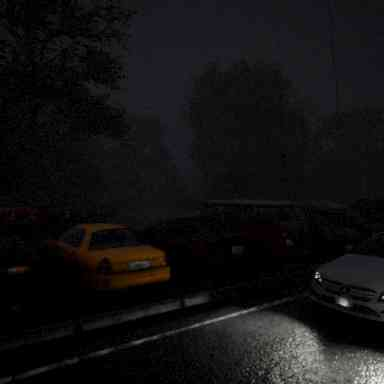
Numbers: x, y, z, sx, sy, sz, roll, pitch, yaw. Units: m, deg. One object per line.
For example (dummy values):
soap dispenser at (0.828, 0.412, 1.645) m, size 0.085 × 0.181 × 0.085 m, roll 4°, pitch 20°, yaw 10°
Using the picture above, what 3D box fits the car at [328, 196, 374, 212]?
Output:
car at (19.229, 1.435, 40.303) m, size 2.185 × 1.767 × 4.553 m, roll 0°, pitch 0°, yaw -36°

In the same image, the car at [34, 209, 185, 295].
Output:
car at (-2.557, 1.470, 8.877) m, size 1.946 × 1.575 × 5.366 m, roll 0°, pitch 0°, yaw -36°

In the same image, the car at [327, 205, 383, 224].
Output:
car at (6.695, 1.530, 15.216) m, size 2.163 × 1.488 × 4.792 m, roll 0°, pitch 0°, yaw -36°

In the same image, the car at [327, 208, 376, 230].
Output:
car at (4.413, 1.523, 13.587) m, size 2.163 × 1.488 × 4.792 m, roll 0°, pitch 0°, yaw -36°

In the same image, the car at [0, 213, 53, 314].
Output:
car at (-4.725, 1.467, 7.095) m, size 2.097 × 1.535 × 5.008 m, roll 0°, pitch 0°, yaw -36°

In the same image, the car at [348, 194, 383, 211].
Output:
car at (23.750, 1.323, 43.527) m, size 2.435 × 2.045 × 5.566 m, roll 0°, pitch 0°, yaw -36°

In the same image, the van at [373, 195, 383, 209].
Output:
van at (28.217, 1.361, 46.823) m, size 1.878 × 1.987 × 4.442 m, roll 0°, pitch 0°, yaw -36°

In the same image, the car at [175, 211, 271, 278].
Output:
car at (-0.184, 1.509, 10.378) m, size 2.163 × 1.488 × 4.792 m, roll 0°, pitch 0°, yaw -36°

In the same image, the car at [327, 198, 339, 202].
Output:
car at (12.465, 1.541, 35.445) m, size 2.231 × 1.521 × 4.892 m, roll 0°, pitch 0°, yaw -35°

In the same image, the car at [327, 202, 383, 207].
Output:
car at (8.963, 1.507, 16.864) m, size 2.097 × 1.535 × 5.008 m, roll 0°, pitch 0°, yaw -36°

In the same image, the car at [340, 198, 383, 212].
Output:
car at (21.524, 1.597, 41.868) m, size 2.163 × 1.488 × 4.792 m, roll 0°, pitch 0°, yaw -36°

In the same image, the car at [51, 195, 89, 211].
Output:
car at (-8.045, 1.227, 20.765) m, size 2.435 × 2.045 × 5.566 m, roll 0°, pitch 0°, yaw -36°

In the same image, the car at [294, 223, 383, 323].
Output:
car at (4.383, 1.538, 6.801) m, size 4.674 × 1.442 × 1.812 m, roll 0°, pitch 0°, yaw -35°

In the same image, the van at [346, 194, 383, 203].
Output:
van at (11.310, 1.288, 18.402) m, size 1.878 × 1.987 × 4.442 m, roll 0°, pitch 0°, yaw -36°

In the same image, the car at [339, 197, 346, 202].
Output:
car at (14.836, 1.544, 36.903) m, size 1.946 × 1.575 × 5.366 m, roll 0°, pitch 0°, yaw -36°

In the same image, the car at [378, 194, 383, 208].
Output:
car at (30.528, 1.343, 48.364) m, size 2.435 × 2.045 × 5.566 m, roll 0°, pitch 0°, yaw -36°

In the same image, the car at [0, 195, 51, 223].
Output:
car at (-10.212, 1.221, 19.219) m, size 2.435 × 2.045 × 5.566 m, roll 0°, pitch 0°, yaw -35°

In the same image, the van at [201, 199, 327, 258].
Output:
van at (2.183, 1.261, 11.888) m, size 1.878 × 1.987 × 4.442 m, roll 0°, pitch 0°, yaw -36°
